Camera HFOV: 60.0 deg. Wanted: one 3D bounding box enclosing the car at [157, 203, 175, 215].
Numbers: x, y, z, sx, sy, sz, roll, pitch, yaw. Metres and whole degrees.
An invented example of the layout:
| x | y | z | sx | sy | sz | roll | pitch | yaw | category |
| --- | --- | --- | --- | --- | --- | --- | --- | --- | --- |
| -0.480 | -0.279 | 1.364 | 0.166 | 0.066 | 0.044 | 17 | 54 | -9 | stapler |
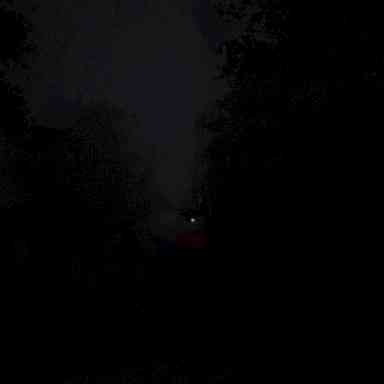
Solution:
| x | y | z | sx | sy | sz | roll | pitch | yaw | category |
| --- | --- | --- | --- | --- | --- | --- | --- | --- | --- |
| -2.952 | 1.959 | 38.267 | 1.895 | 1.301 | 4.718 | 0 | -1 | 0 | car |

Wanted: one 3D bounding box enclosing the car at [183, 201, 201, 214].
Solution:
| x | y | z | sx | sy | sz | roll | pitch | yaw | category |
| --- | --- | --- | --- | --- | --- | --- | --- | --- | --- |
| -0.034 | 1.942 | 42.844 | 2.128 | 1.511 | 4.902 | 0 | -1 | 0 | car |

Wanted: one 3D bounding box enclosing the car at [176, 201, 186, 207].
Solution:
| x | y | z | sx | sy | sz | roll | pitch | yaw | category |
| --- | --- | --- | --- | --- | --- | --- | --- | --- | --- |
| -2.624 | 2.872 | 80.224 | 1.994 | 1.385 | 4.181 | 0 | -2 | 3 | car |

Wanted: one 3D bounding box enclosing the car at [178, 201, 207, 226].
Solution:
| x | y | z | sx | sy | sz | roll | pitch | yaw | category |
| --- | --- | --- | --- | --- | --- | --- | --- | --- | --- |
| 0.053 | 1.656 | 24.924 | 1.837 | 1.490 | 4.892 | 0 | 0 | 0 | car |
